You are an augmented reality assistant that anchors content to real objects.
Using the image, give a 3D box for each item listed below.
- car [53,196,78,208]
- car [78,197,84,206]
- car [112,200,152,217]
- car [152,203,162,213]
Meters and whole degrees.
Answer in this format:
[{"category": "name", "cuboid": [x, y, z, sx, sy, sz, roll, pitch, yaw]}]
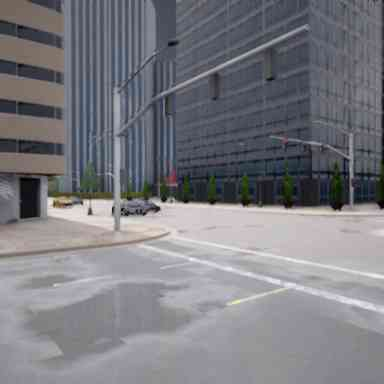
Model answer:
[{"category": "car", "cuboid": [-18.590, 1.469, 47.966, 1.882, 1.535, 5.008, 0, 0, -36]}, {"category": "car", "cuboid": [-19.388, 1.481, 54.969, 1.837, 1.490, 4.892, 0, 0, -36]}, {"category": "car", "cuboid": [-5.827, 1.555, 30.785, 1.994, 1.385, 4.181, 0, 0, -37]}, {"category": "car", "cuboid": [-5.358, 1.521, 36.014, 2.033, 1.411, 5.357, 0, 0, -37]}]
